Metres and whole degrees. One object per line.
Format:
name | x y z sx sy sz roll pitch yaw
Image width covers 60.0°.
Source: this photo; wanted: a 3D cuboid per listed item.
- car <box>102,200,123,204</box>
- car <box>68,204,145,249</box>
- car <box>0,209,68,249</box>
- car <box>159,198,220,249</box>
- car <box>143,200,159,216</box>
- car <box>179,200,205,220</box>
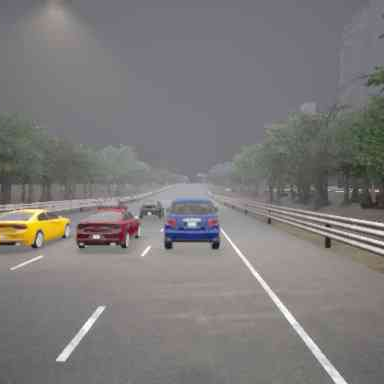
car | -6.999 1.485 29.662 1.882 1.535 5.008 0 0 0
car | -3.499 1.491 14.657 1.882 1.535 5.008 0 0 0
car | -7.000 1.491 14.658 1.882 1.535 5.008 0 0 0
car | 0.001 1.264 14.685 2.150 2.045 5.566 0 0 0
car | -3.499 1.516 29.662 1.837 1.490 4.892 0 0 0
car | 0.001 1.495 29.661 2.128 1.511 4.902 0 0 0
